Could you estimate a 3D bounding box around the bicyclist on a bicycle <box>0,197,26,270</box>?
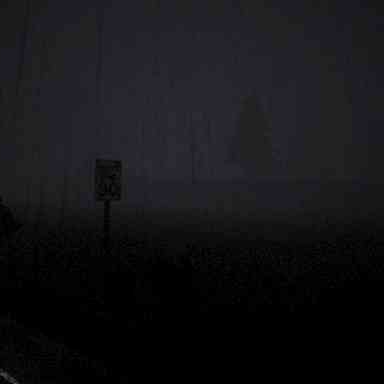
[{"bbox_3d":[-4.349,0.939,7.355,0.582,1.620,1.656,4,-11,37],"label":"bicyclist on a bicycle"}]
